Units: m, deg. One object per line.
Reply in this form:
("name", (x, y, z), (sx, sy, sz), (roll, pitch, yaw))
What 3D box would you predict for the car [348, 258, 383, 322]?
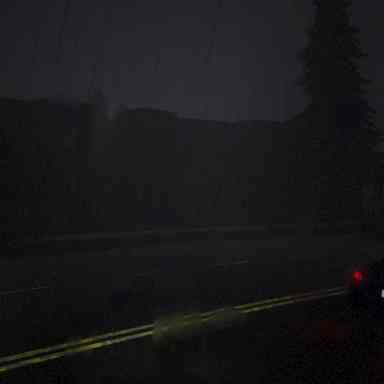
("car", (4.874, 1.564, 5.935), (4.181, 1.385, 1.994), (0, 0, -25))
